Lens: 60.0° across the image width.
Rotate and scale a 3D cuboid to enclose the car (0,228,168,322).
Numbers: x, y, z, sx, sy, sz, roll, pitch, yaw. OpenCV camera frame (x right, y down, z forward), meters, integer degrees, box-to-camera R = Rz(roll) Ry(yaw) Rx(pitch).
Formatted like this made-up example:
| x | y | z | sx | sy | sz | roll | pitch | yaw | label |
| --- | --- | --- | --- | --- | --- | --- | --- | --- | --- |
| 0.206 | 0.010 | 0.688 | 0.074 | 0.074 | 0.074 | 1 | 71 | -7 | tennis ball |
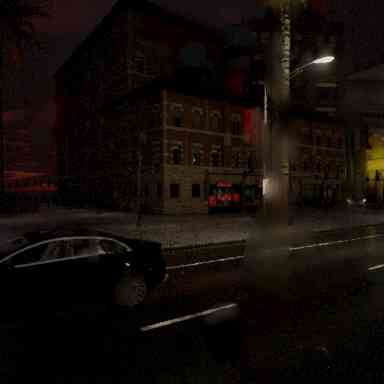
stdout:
| x | y | z | sx | sy | sz | roll | pitch | yaw | label |
| --- | --- | --- | --- | --- | --- | --- | --- | --- | --- |
| -2.799 | 1.491 | 6.292 | 4.902 | 1.511 | 2.128 | 0 | 0 | -35 | car |
